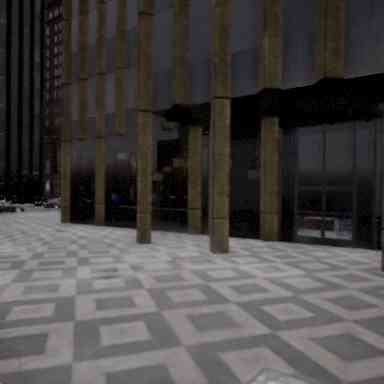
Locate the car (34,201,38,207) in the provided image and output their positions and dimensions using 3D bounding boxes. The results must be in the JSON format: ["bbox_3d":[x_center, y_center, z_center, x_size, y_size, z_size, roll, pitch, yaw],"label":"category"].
[{"bbox_3d":[-20.724,1.469,48.322,1.947,1.339,4.313,1,1,35],"label":"car"}]

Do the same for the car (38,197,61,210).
[{"bbox_3d":[-17.000,1.496,43.612,1.837,1.490,4.892,1,1,35],"label":"car"}]

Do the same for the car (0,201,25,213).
[{"bbox_3d":[-19.852,1.595,34.804,2.008,1.369,4.403,1,1,35],"label":"car"}]
